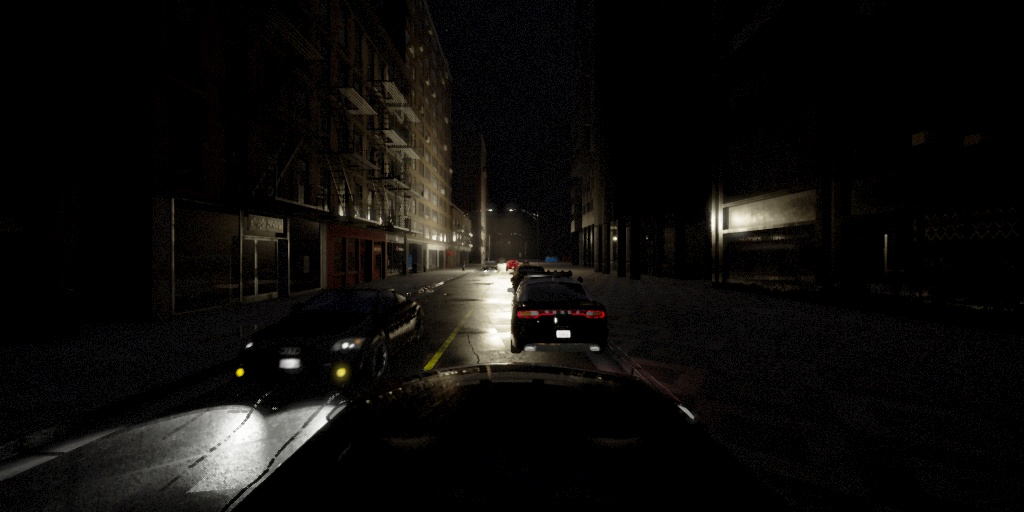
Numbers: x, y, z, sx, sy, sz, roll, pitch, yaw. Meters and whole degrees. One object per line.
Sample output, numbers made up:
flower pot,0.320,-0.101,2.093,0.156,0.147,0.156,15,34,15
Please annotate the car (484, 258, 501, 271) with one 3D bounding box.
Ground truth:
car,-2.979,1.324,51.005,2.033,1.411,5.357,0,0,0

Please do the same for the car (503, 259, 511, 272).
car,0.148,1.298,47.410,1.812,1.442,4.674,0,0,1

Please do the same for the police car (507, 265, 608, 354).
police car,0.914,1.175,8.919,1.930,1.638,5.238,0,0,0

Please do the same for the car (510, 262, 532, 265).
car,0.940,1.255,18.809,1.837,1.490,4.892,0,0,0

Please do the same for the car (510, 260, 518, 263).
car,0.955,1.208,24.999,1.801,1.575,5.366,0,0,0

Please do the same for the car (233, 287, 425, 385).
car,-3.092,1.313,6.988,1.994,1.385,4.181,0,0,0
